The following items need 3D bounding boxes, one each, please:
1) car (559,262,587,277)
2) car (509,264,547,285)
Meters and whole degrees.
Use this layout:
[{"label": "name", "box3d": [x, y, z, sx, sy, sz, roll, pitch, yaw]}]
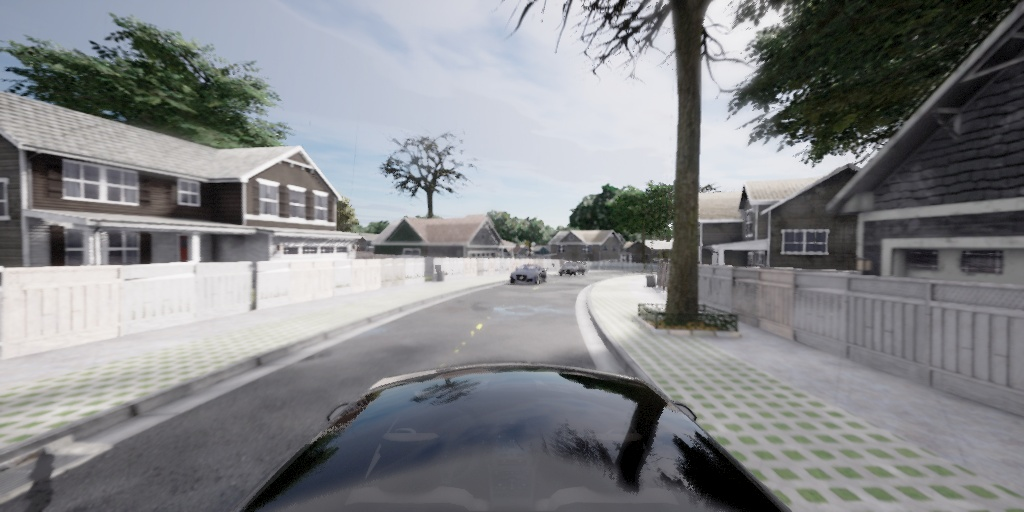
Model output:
[{"label": "car", "box3d": [6.519, 1.390, 38.134, 1.837, 1.490, 4.892, 1, 0, 28]}, {"label": "car", "box3d": [1.240, 1.288, 25.804, 1.994, 1.385, 4.181, 1, 0, 18]}]
